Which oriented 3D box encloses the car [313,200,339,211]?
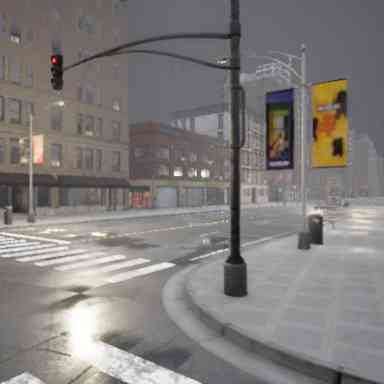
[{"bbox_3d":[17.572,1.735,44.101,1.895,1.301,4.718,0,0,35],"label":"car"}]

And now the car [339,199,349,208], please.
[{"bbox_3d":[23.387,1.726,52.315,2.033,1.411,5.357,0,0,34],"label":"car"}]
